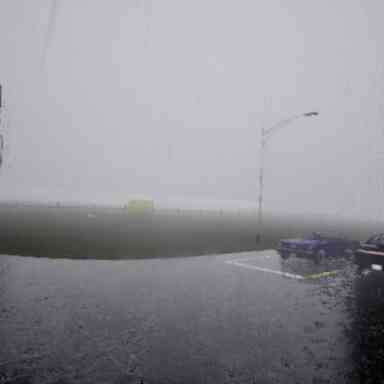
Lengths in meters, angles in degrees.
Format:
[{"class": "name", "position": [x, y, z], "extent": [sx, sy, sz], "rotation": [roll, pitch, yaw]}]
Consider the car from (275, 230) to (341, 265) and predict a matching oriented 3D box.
[{"class": "car", "position": [5.849, 2.442, 15.299], "extent": [4.718, 1.301, 1.895], "rotation": [5, -3, -42]}]

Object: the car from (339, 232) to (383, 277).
[{"class": "car", "position": [7.558, 2.275, 11.994], "extent": [4.902, 1.511, 2.128], "rotation": [5, -3, -42]}]
